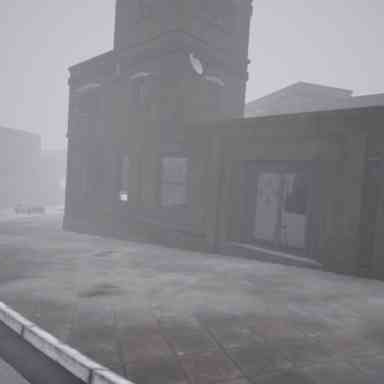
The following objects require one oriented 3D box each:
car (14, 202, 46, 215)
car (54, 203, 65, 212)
[{"bbox_3d":[-19.774,1.990,40.867,2.128,1.511,4.902,4,-1,3],"label":"car"},{"bbox_3d":[-18.612,2.361,50.782,2.033,1.411,5.357,4,-1,16],"label":"car"}]
